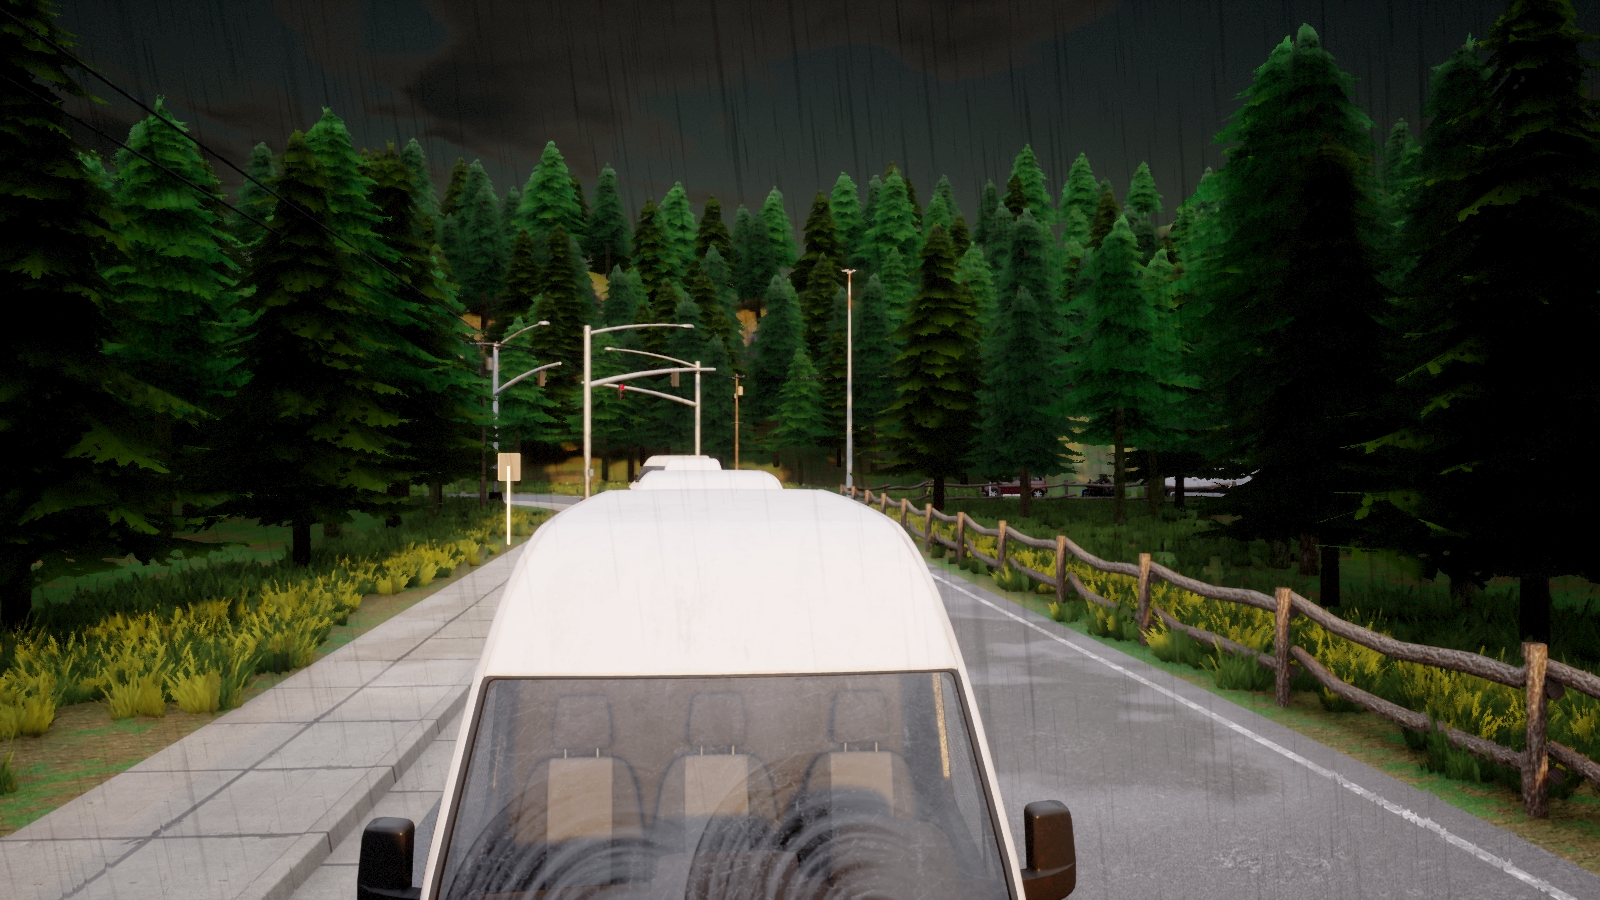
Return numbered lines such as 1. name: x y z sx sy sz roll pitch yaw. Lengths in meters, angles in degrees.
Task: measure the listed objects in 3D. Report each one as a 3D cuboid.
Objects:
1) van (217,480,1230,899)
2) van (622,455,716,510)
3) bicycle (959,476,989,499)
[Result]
1. van: -0.355 1.499 5.197 1.988 2.561 5.915 0 0 -5
2. van: -6.327 1.515 56.001 1.988 2.561 5.915 0 0 22
3. bicycle: 9.931 2.158 65.239 1.487 1.276 0.859 0 0 -6
